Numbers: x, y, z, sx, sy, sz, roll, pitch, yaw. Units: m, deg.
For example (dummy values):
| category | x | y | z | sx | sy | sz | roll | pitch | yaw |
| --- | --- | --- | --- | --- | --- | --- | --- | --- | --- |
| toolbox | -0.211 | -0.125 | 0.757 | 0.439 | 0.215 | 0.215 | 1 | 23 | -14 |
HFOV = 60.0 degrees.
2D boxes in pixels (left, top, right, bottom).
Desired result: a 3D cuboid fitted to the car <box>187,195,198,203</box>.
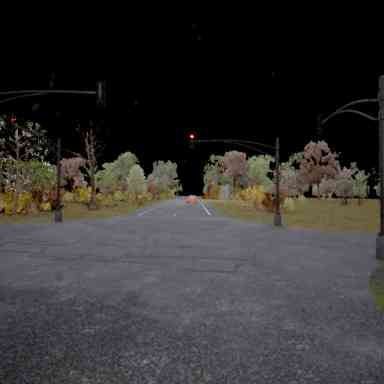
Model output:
| category | x | y | z | sx | sy | sz | roll | pitch | yaw |
| --- | --- | --- | --- | --- | --- | --- | --- | --- | --- |
| car | 0.061 | 1.407 | 68.024 | 2.097 | 1.767 | 4.553 | 0 | 0 | 0 |

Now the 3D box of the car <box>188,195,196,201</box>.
| category | x | y | z | sx | sy | sz | roll | pitch | yaw |
| --- | --- | --- | --- | --- | --- | --- | --- | --- | --- |
| car | 0.070 | 1.430 | 78.060 | 1.812 | 1.442 | 4.674 | 0 | 0 | 0 |
